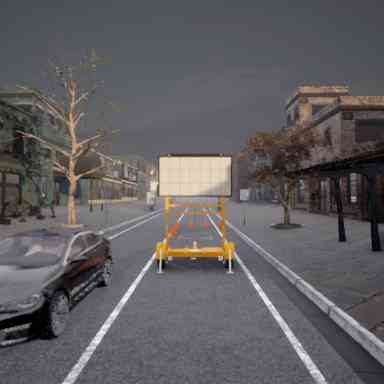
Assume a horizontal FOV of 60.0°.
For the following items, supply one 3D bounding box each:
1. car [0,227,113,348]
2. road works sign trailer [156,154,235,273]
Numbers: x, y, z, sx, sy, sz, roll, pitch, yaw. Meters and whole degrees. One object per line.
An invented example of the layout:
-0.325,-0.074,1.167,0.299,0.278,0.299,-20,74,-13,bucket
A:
-2.936,1.521,6.660,2.128,1.511,4.902,0,-1,1,car
0.107,0.555,10.918,2.380,3.560,2.880,0,-1,1,road works sign trailer
